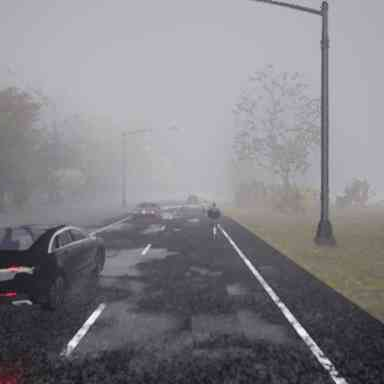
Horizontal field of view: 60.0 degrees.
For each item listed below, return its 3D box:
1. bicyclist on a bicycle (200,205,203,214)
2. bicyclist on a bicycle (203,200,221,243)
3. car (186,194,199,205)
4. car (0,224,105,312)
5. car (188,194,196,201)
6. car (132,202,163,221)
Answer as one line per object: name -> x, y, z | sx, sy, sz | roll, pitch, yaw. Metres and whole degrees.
bicyclist on a bicycle -> 0.984, 1.363, 23.701 | 0.866, 1.612, 1.509 | 0, 0, 0
bicyclist on a bicycle -> 0.966, 1.325, 14.570 | 0.659, 1.776, 1.843 | 0, 0, 0
car -> 0.099, 1.308, 55.603 | 1.882, 1.535, 5.008 | 0, 0, 0
car -> -3.402, 1.467, 7.629 | 2.128, 1.511, 4.902 | 0, 0, 0
car -> 0.001, 1.277, 73.851 | 1.837, 1.490, 4.892 | 0, 0, 0
car -> -3.402, 1.467, 26.072 | 2.033, 1.411, 5.357 | 0, 0, 0
